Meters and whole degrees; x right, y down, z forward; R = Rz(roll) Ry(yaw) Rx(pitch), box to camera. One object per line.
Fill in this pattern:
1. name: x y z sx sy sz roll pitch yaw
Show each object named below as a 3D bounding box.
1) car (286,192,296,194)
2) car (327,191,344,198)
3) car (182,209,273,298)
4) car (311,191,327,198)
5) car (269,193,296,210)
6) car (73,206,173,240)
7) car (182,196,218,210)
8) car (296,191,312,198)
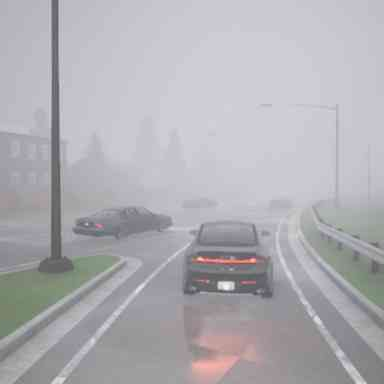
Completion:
1. car: 24.844 0.633 83.861 1.882 1.535 5.008 0 1 31
2. car: 34.066 0.558 78.825 2.097 1.767 4.553 0 1 31
3. car: 0.928 1.419 8.385 1.837 1.490 4.892 0 0 7
4. car: 30.860 0.667 80.283 1.882 1.535 5.008 0 1 31
5. car: 9.855 1.156 36.671 1.812 1.442 4.674 0 1 25
6. car: -3.109 1.387 16.121 2.033 1.411 5.357 0 1 32
7. car: 0.965 1.180 36.683 2.033 1.411 5.357 0 1 31
8. car: 28.050 0.524 82.403 2.097 1.767 4.553 0 1 31
